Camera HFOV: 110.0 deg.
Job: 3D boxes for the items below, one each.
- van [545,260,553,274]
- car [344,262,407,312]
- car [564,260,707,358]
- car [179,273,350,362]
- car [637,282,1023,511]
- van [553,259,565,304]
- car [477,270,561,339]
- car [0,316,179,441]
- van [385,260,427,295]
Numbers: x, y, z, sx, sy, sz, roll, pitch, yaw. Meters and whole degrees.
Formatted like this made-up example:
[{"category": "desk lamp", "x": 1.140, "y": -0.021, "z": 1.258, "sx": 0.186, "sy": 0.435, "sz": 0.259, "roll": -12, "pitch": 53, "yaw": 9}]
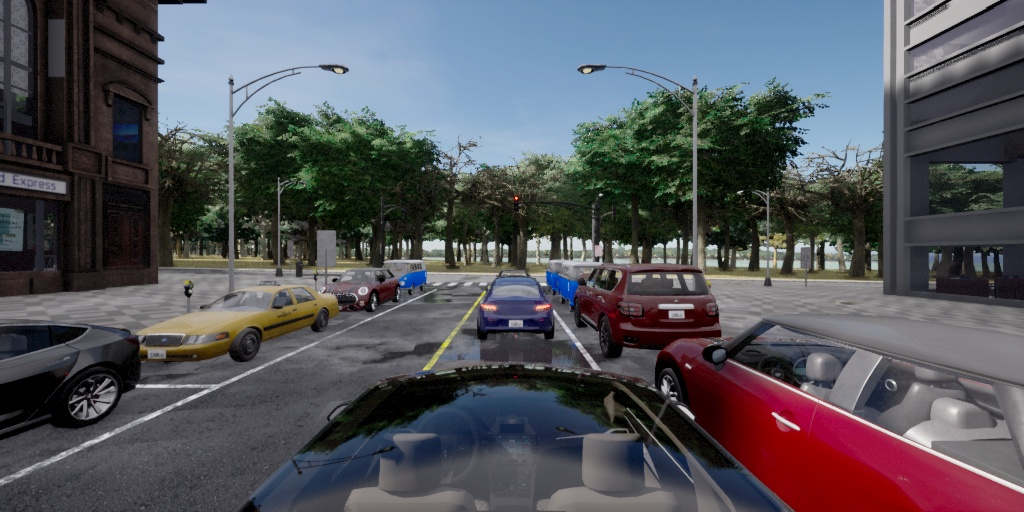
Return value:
[{"category": "van", "x": 2.759, "y": 1.092, "z": 19.276, "sx": 1.690, "sy": 1.789, "sz": 3.998, "roll": 0, "pitch": 0, "yaw": 0}, {"category": "car", "x": -5.765, "y": 1.190, "z": 13.836, "sx": 1.967, "sy": 1.591, "sz": 4.097, "roll": 0, "pitch": 0, "yaw": 0}, {"category": "car", "x": 2.761, "y": 1.065, "z": 8.401, "sx": 2.192, "sy": 1.841, "sz": 5.009, "roll": 0, "pitch": 0, "yaw": 0}, {"category": "car", "x": -5.764, "y": 1.275, "z": 8.229, "sx": 1.751, "sy": 1.417, "sz": 4.829, "roll": 0, "pitch": 0, "yaw": 0}, {"category": "car", "x": 2.763, "y": 1.190, "z": 2.963, "sx": 1.967, "sy": 1.591, "sz": 4.097, "roll": 0, "pitch": 0, "yaw": 0}, {"category": "van", "x": 2.760, "y": 1.091, "z": 13.838, "sx": 1.690, "sy": 1.789, "sz": 3.998, "roll": 0, "pitch": 0, "yaw": 0}, {"category": "car", "x": 0.097, "y": 1.276, "z": 9.938, "sx": 1.812, "sy": 1.442, "sz": 4.674, "roll": 0, "pitch": 0, "yaw": 0}, {"category": "car", "x": -5.763, "y": 1.316, "z": 2.961, "sx": 1.948, "sy": 1.339, "sz": 4.313, "roll": 0, "pitch": 0, "yaw": 0}, {"category": "van", "x": -5.766, "y": 1.092, "z": 19.274, "sx": 1.690, "sy": 1.789, "sz": 3.998, "roll": 0, "pitch": 0, "yaw": 0}]
